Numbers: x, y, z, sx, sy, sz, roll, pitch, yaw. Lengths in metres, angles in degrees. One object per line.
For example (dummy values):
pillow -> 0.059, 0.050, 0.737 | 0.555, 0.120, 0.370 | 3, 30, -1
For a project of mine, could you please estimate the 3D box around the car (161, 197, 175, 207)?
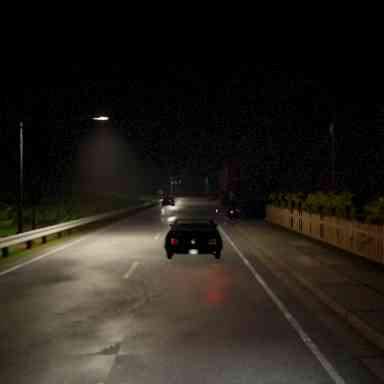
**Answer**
car -> -3.559, 1.526, 50.786 | 1.837, 1.490, 4.892 | 0, -1, 0

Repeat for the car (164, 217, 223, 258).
car -> 0.065, 1.606, 12.748 | 1.895, 1.301, 4.718 | 0, 0, 0

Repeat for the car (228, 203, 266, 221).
car -> 5.039, 1.574, 27.340 | 4.181, 1.385, 1.994 | 0, 0, -25
